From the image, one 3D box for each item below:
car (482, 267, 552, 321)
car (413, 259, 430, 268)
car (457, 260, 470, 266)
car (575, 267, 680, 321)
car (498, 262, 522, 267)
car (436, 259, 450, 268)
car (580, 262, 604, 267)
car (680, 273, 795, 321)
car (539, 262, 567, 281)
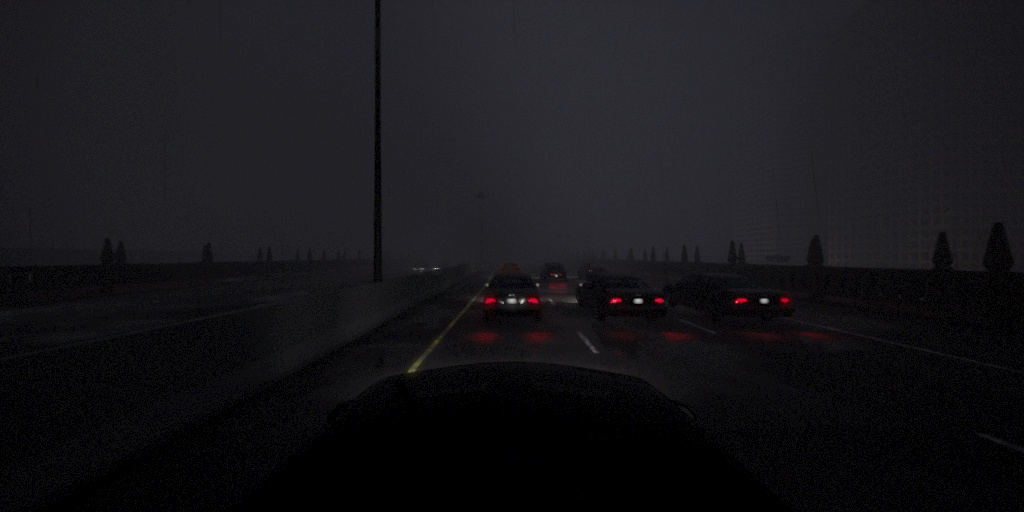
[{"bbox_3d":[0.015,1.295,12.454,2.033,1.411,5.357,0,0,0],"label":"car"},{"bbox_3d":[-15.068,1.281,59.911,2.033,1.411,5.357,0,0,-1],"label":"car"},{"bbox_3d":[-8.082,1.334,60.208,1.895,1.301,4.718,0,0,-1],"label":"car"},{"bbox_3d":[3.515,1.295,12.454,2.033,1.411,5.357,0,0,0],"label":"car"},{"bbox_3d":[-0.149,1.219,30.905,1.882,1.535,5.008,0,0,-1],"label":"car"},{"bbox_3d":[-11.587,1.259,60.243,1.812,1.442,4.674,0,0,-1],"label":"car"},{"bbox_3d":[6.861,1.267,30.485,1.812,1.442,4.674,0,0,-1],"label":"car"},{"bbox_3d":[7.015,1.295,12.463,2.033,1.411,5.357,0,0,0],"label":"car"},{"bbox_3d":[3.369,1.248,29.793,1.837,1.490,4.892,0,0,-1],"label":"car"}]
